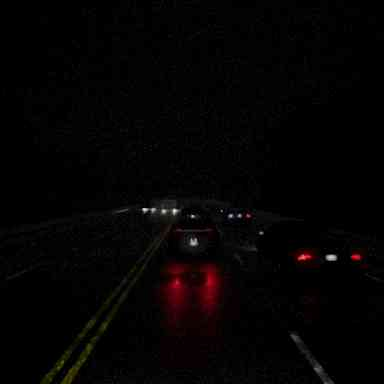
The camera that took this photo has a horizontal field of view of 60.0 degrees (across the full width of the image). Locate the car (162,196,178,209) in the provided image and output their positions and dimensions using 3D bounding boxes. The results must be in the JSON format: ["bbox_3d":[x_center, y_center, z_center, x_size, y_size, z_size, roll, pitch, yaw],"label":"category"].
[{"bbox_3d":[-3.323,1.561,50.620,2.150,2.045,5.566,0,0,0],"label":"car"}]

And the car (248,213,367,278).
[{"bbox_3d":[3.297,1.609,10.335,2.033,1.411,5.357,0,0,1],"label":"car"}]

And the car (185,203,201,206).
[{"bbox_3d":[0.077,1.692,29.171,1.837,1.490,4.892,0,0,0],"label":"car"}]

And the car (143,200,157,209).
[{"bbox_3d":[-6.559,1.903,52.652,2.033,1.411,5.357,0,0,0],"label":"car"}]

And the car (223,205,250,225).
[{"bbox_3d":[3.299,1.707,25.369,2.033,1.411,5.357,0,0,0],"label":"car"}]

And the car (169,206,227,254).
[{"bbox_3d":[0.072,1.576,13.945,2.128,1.511,4.902,0,0,0],"label":"car"}]
